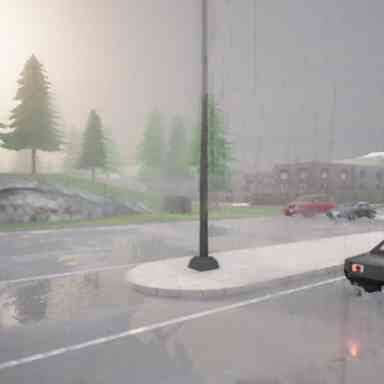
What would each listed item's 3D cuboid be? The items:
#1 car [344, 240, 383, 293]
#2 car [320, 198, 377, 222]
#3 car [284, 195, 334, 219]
[{"bbox_3d":[5.612,1.612,7.633,4.718,1.301,1.895,0,0,-35],"label":"car"},{"bbox_3d":[13.053,1.522,27.040,4.902,1.511,2.128,0,0,-34],"label":"car"},{"bbox_3d":[10.641,1.248,29.629,5.566,2.045,2.150,0,0,-34],"label":"car"}]
